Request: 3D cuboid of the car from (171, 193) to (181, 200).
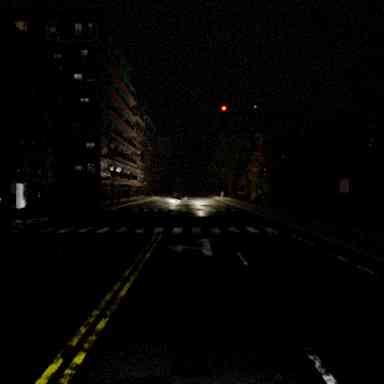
[{"bbox_3d":[-3.248,0.994,69.190,2.128,1.511,4.902,0,0,0],"label":"car"}]
